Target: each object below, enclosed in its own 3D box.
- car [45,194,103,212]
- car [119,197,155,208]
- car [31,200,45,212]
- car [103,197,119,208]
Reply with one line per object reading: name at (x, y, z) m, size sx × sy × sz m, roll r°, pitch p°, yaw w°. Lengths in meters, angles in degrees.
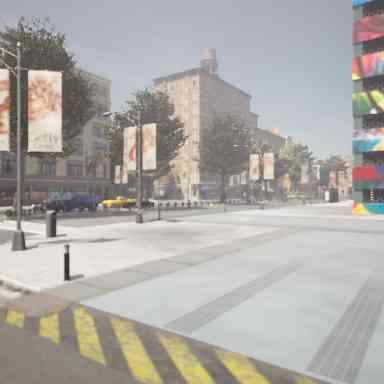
car at (-13.362, 1.227, 38.073) m, size 2.150 × 2.045 × 5.566 m, roll 0°, pitch 0°, yaw 35°
car at (-7.428, 1.606, 46.409) m, size 1.895 × 1.301 × 4.718 m, roll 0°, pitch 0°, yaw 36°
car at (-16.585, 1.498, 39.562) m, size 2.128 × 1.511 × 4.902 m, roll 0°, pitch 0°, yaw 36°
car at (-10.663, 1.484, 47.901) m, size 1.882 × 1.535 × 5.008 m, roll 0°, pitch 0°, yaw 36°
